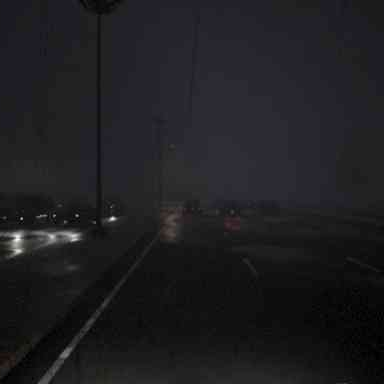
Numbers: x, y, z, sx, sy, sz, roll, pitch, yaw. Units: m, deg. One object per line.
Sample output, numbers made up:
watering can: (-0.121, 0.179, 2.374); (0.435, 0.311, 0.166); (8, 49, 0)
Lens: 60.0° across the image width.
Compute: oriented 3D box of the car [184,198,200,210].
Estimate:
car: (0.062, 1.509, 43.152); (1.994, 1.385, 4.181); (0, 0, 1)

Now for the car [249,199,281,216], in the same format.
car: (7.058, 1.438, 31.591); (1.882, 1.535, 5.008); (0, 0, 0)

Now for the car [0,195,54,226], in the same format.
car: (-11.469, 1.212, 23.154); (2.150, 2.045, 5.566); (0, 0, 0)

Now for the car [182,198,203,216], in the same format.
car: (0.056, 1.507, 31.446); (2.033, 1.411, 5.357); (0, 0, 0)

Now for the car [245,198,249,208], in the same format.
car: (7.059, 1.510, 42.767); (1.994, 1.385, 4.181); (0, 0, 1)

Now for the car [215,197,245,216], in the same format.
car: (3.561, 1.465, 31.799); (1.837, 1.490, 4.892); (0, 0, 0)

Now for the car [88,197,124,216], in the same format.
car: (-7.982, 1.311, 32.052); (2.097, 1.767, 4.553); (0, 0, 1)

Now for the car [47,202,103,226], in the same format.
car: (-7.969, 1.577, 23.150); (1.895, 1.301, 4.718); (0, 0, 0)

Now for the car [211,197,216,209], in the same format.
car: (3.565, 1.438, 43.163); (2.128, 1.511, 4.902); (0, 0, 0)

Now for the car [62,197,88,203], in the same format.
car: (-11.476, 1.310, 32.657); (2.097, 1.767, 4.553); (0, 0, 0)
